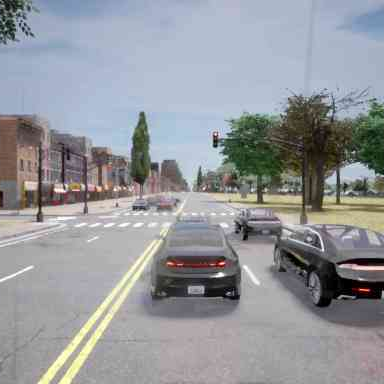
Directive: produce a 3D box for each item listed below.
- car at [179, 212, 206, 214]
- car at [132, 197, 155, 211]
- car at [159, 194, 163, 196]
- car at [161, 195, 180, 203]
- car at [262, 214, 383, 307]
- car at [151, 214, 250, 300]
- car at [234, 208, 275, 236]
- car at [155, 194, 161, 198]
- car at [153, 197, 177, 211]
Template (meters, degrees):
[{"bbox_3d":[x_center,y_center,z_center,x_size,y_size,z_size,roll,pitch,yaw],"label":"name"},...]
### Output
[{"bbox_3d":[0.053,1.689,17.733,1.895,1.301,4.718,0,0,0],"label":"car"},{"bbox_3d":[-6.593,1.657,43.770,2.033,1.411,5.357,0,0,0],"label":"car"},{"bbox_3d":[-6.526,1.277,66.522,2.097,1.767,4.553,0,1,0],"label":"car"},{"bbox_3d":[-3.337,1.620,51.809,1.994,1.385,4.181,0,0,0],"label":"car"},{"bbox_3d":[3.331,1.515,7.986,2.128,1.511,4.902,0,0,0],"label":"car"},{"bbox_3d":[0.082,1.531,8.428,1.837,1.490,4.892,0,0,0],"label":"car"},{"bbox_3d":[3.299,1.577,17.196,2.128,1.511,4.902,0,0,0],"label":"car"},{"bbox_3d":[-6.586,1.546,53.673,1.837,1.490,4.892,0,0,0],"label":"car"},{"bbox_3d":[-3.346,1.717,42.045,1.895,1.301,4.718,0,0,0],"label":"car"}]
